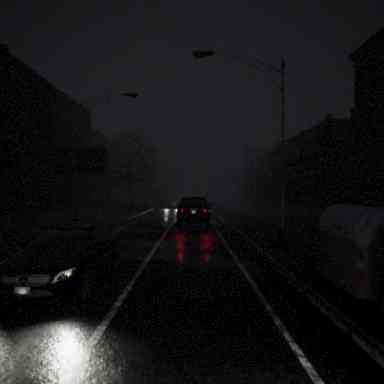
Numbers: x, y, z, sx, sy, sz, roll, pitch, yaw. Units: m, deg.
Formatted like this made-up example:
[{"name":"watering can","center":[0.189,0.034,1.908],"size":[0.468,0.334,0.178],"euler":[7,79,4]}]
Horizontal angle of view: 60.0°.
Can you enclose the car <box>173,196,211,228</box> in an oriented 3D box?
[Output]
[{"name":"car","center":[0.101,1.315,22.852],"size":[2.150,2.045,5.566],"euler":[0,0,0]}]

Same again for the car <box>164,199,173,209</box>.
[{"name":"car","center":[-3.073,1.802,50.859],"size":[1.812,1.442,4.674],"euler":[0,0,0]}]

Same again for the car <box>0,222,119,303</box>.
[{"name":"car","center":[-3.100,1.549,8.410],"size":[1.812,1.442,4.674],"euler":[0,0,0]}]

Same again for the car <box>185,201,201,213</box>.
[{"name":"car","center":[0.097,1.828,41.980],"size":[1.895,1.301,4.718],"euler":[0,0,0]}]
